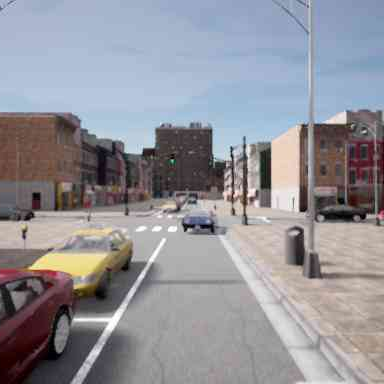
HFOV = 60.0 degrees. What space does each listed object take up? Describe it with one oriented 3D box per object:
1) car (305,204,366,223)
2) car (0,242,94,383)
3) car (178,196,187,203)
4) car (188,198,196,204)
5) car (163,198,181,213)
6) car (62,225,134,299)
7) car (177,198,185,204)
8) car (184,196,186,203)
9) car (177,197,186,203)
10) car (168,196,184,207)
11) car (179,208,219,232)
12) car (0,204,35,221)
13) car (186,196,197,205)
[{"bbox_3d":[12.463,1.808,28.974,5.008,1.535,1.882,1,-1,0],"label":"car"},{"bbox_3d":[-2.631,1.563,3.310,1.887,1.381,4.507,0,0,0],"label":"car"},{"bbox_3d":[-2.600,1.955,89.757,2.192,1.841,5.009,0,0,0],"label":"car"},{"bbox_3d":[0.031,2.170,81.469,1.895,1.301,4.718,0,0,0],"label":"car"},{"bbox_3d":[-2.619,1.779,40.591,1.752,1.417,4.829,0,0,0],"label":"car"},{"bbox_3d":[-2.629,1.573,8.633,1.752,1.417,4.829,0,0,0],"label":"car"},{"bbox_3d":[-2.605,2.098,78.867,1.887,1.381,4.507,0,0,0],"label":"car"},{"bbox_3d":[-2.609,1.988,67.809,1.752,1.417,4.829,0,0,0],"label":"car"},{"bbox_3d":[-2.603,2.037,84.312,1.967,1.590,4.097,0,0,0],"label":"car"},{"bbox_3d":[-2.616,1.609,46.205,2.192,1.841,5.009,0,0,0],"label":"car"},{"bbox_3d":[0.637,1.724,21.002,1.895,1.301,4.718,0,0,8],"label":"car"},{"bbox_3d":[-14.526,1.613,25.898,4.181,1.385,1.994,0,-1,0],"label":"car"},{"bbox_3d":[0.027,1.847,71.290,2.097,1.767,4.553,0,0,0],"label":"car"}]
